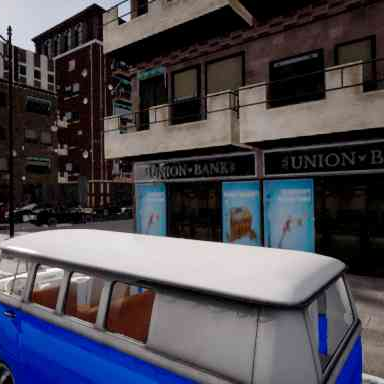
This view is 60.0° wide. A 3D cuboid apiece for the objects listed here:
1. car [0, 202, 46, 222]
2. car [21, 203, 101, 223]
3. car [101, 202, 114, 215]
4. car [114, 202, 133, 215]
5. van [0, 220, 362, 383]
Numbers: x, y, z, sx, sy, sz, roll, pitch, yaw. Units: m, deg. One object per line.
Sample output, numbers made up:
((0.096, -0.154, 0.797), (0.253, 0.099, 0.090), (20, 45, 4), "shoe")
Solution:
((-12.484, 1.635, 26.980), (1.837, 1.490, 4.892), (-1, -1, 36), "car")
((-8.690, 1.583, 22.357), (1.947, 1.339, 4.313), (-2, -1, 36), "car")
((-8.819, 1.798, 36.408), (1.947, 1.339, 4.313), (-2, -1, 36), "car")
((-5.653, 1.684, 36.344), (2.128, 1.511, 4.902), (-1, -1, 36), "car")
((-0.516, 1.342, 3.219), (3.998, 1.788, 1.690), (0, -1, 35), "van")
